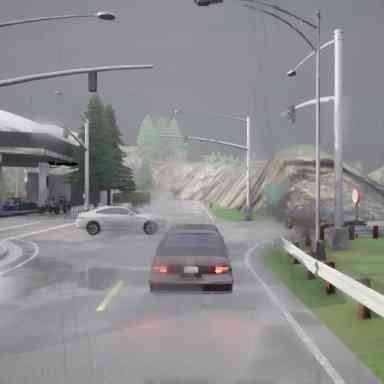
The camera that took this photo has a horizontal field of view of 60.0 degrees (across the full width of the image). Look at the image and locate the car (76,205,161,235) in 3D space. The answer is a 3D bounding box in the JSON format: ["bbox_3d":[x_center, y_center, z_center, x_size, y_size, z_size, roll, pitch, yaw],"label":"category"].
[{"bbox_3d":[-3.644,1.415,17.416,4.674,1.442,1.812,0,0,-1],"label":"car"}]

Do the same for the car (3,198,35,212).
[{"bbox_3d":[-20.310,1.480,39.515,2.242,1.667,4.611,0,0,-1],"label":"car"}]

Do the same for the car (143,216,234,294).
[{"bbox_3d":[0.033,1.547,8.932,2.033,1.411,5.357,0,0,1],"label":"car"}]

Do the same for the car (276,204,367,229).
[{"bbox_3d":[6.566,1.358,17.609,2.033,1.411,5.357,0,0,-19],"label":"car"}]

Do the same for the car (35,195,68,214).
[{"bbox_3d":[-14.595,1.313,35.248,1.905,1.878,3.866,0,0,-1],"label":"car"}]
